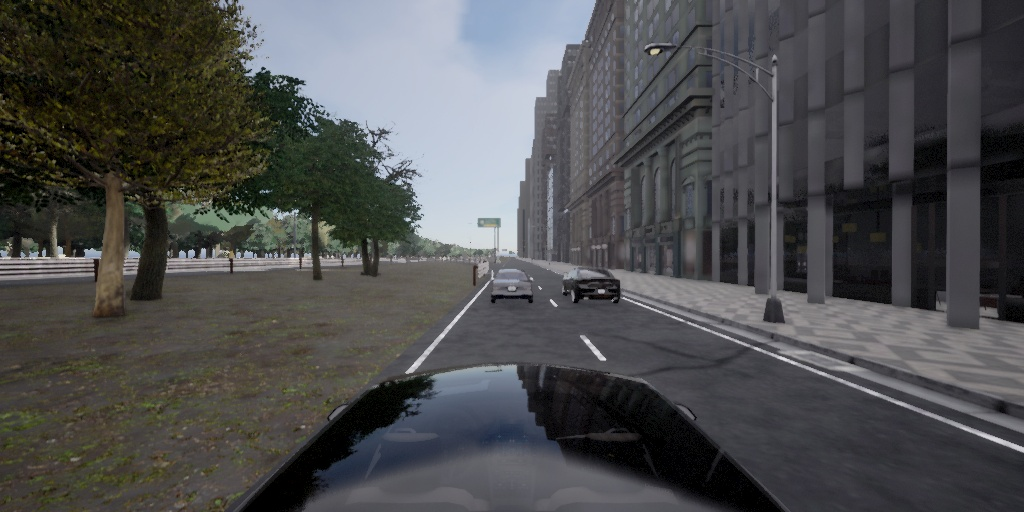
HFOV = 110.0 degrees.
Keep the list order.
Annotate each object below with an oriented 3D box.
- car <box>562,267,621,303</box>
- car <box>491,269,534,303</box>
[{"bbox_3d":[3.500,1.231,16.500,1.882,1.535,5.008,0,0,0],"label":"car"},{"bbox_3d":[0.001,1.310,16.501,2.033,1.411,5.357,0,0,0],"label":"car"}]
